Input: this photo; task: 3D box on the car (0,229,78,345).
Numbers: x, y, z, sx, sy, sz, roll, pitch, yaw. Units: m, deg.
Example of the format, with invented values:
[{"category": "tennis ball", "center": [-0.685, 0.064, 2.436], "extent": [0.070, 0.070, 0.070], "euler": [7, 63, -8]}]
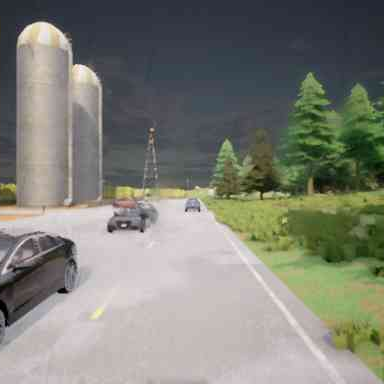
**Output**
[{"category": "car", "center": [-3.595, 1.492, 5.980], "extent": [2.128, 1.511, 4.902], "euler": [0, 0, 0]}]

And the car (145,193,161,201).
[{"category": "car", "center": [-9.521, 1.472, 79.805], "extent": [3.988, 1.617, 1.851], "euler": [0, 0, -1]}]

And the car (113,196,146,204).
[{"category": "car", "center": [-9.045, 1.544, 46.796], "extent": [4.181, 1.381, 1.994], "euler": [0, 0, -1]}]

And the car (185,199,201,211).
[{"category": "car", "center": [0.107, 1.541, 41.003], "extent": [2.033, 1.411, 5.357], "euler": [0, 0, 0]}]

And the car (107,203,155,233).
[{"category": "car", "center": [-3.571, 1.561, 19.472], "extent": [1.994, 1.385, 4.181], "euler": [0, 0, 0]}]

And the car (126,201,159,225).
[{"category": "car", "center": [-3.493, 1.598, 24.209], "extent": [1.994, 1.385, 4.181], "euler": [0, 0, 0]}]
